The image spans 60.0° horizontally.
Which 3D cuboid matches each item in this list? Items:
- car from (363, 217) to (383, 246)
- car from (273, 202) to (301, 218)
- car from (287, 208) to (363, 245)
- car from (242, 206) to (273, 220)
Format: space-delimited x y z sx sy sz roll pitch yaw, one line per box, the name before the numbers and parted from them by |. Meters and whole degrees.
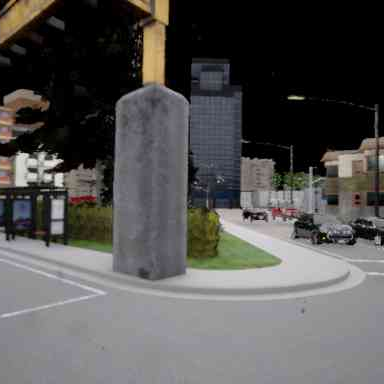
car | 11.113 2.297 19.995 1.837 1.490 4.892 1 -2 -4
car | 10.053 2.078 35.170 2.150 2.045 5.566 1 -2 -4
car | 7.634 2.080 19.637 2.097 1.767 4.553 1 -2 -4
car | 6.556 2.309 34.925 1.882 1.535 5.008 1 -2 -4
